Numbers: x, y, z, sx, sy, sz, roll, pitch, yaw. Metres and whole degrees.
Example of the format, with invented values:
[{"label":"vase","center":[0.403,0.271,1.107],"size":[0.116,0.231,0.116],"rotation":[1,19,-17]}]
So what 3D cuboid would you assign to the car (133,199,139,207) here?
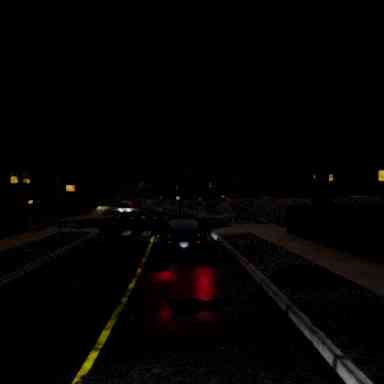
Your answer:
[{"label":"car","center":[-12.673,2.349,71.222],"size":[2.097,1.767,4.553],"rotation":[0,-1,-21]}]

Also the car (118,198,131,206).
[{"label":"car","center":[-16.401,2.421,80.625],"size":[2.097,1.767,4.553],"rotation":[0,-1,-23]}]

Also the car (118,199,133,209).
[{"label":"car","center":[-12.987,2.484,63.700],"size":[1.895,1.301,4.718],"rotation":[0,-1,-17]}]

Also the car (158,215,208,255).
[{"label":"car","center":[-0.410,1.661,13.776],"size":[1.812,1.442,4.674],"rotation":[0,-1,-3]}]
